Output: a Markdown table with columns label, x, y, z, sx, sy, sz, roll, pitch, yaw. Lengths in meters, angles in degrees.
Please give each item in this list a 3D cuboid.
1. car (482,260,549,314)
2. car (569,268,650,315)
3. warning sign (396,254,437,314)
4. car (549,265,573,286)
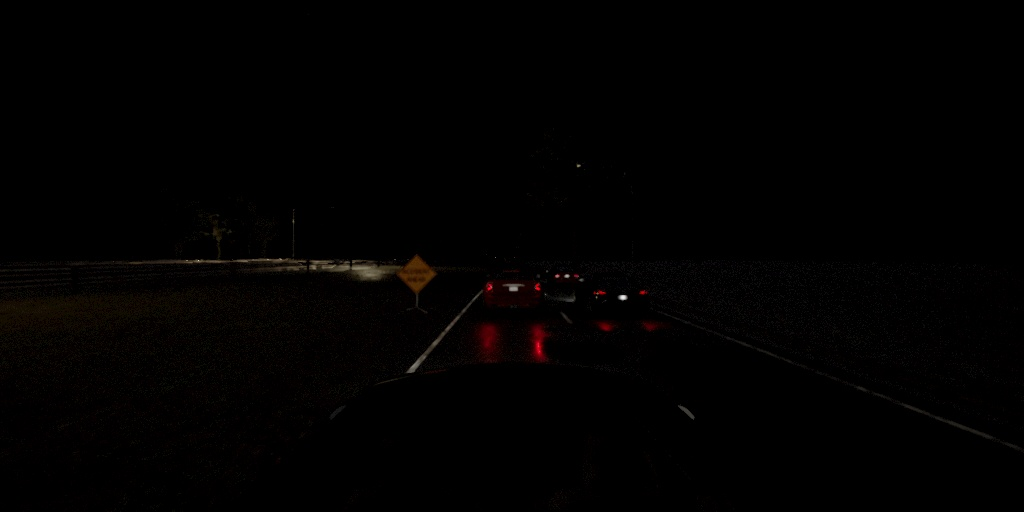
| label | x | y | z | sx | sy | sz | roll | pitch | yaw |
| --- | --- | --- | --- | --- | --- | --- | --- | --- | --- |
| car | 0.066 | 1.098 | 13.797 | 2.097 | 1.767 | 4.553 | 0 | 0 | 0 |
| car | 3.567 | 1.309 | 13.494 | 1.994 | 1.385 | 4.181 | 0 | 0 | 0 |
| warning sign | -3.051 | 0.859 | 11.552 | 1.300 | 1.860 | 1.060 | 0 | 0 | 0 |
| car | 3.542 | 1.335 | 25.416 | 2.033 | 1.411 | 5.357 | 0 | 0 | 1 |
